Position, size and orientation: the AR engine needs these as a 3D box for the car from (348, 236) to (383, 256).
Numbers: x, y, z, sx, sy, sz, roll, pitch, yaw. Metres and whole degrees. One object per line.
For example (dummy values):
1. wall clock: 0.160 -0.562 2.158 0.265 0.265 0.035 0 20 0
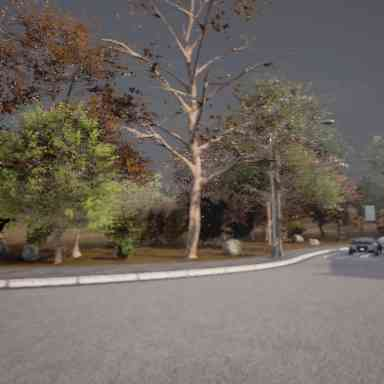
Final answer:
1. car: 13.674 4.219 26.123 1.994 1.385 4.181 -3 -8 35
